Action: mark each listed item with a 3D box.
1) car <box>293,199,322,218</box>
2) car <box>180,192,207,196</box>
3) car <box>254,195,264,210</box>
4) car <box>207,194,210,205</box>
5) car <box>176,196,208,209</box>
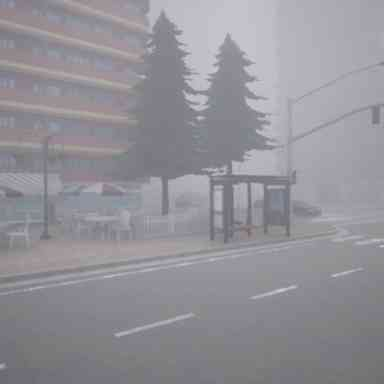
[{"bbox_3d":[9.047,1.400,29.306,1.837,1.490,4.892,0,1,-34],"label":"car"},{"bbox_3d":[-0.486,1.076,54.775,2.150,2.045,5.566,0,0,-36],"label":"car"},{"bbox_3d":[8.871,1.366,35.651,2.128,1.511,4.902,0,0,-36],"label":"car"},{"bbox_3d":[2.391,1.183,56.771,2.097,1.767,4.553,0,0,-36],"label":"car"},{"bbox_3d":[-0.304,1.510,42.546,1.994,1.385,4.181,0,0,-36],"label":"car"}]
